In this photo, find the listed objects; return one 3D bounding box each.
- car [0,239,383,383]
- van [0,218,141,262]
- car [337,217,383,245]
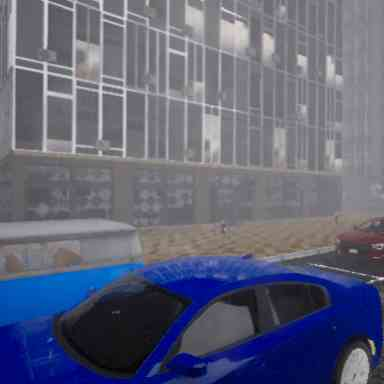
[{"bbox_3d":[-0.024,1.475,3.357,5.008,1.535,1.882,0,0,-35],"label":"car"},{"bbox_3d":[-2.642,1.338,4.814,3.998,1.788,1.690,0,1,-35],"label":"van"},{"bbox_3d":[6.694,1.533,11.316,4.507,1.381,1.887,0,1,-35],"label":"car"}]
